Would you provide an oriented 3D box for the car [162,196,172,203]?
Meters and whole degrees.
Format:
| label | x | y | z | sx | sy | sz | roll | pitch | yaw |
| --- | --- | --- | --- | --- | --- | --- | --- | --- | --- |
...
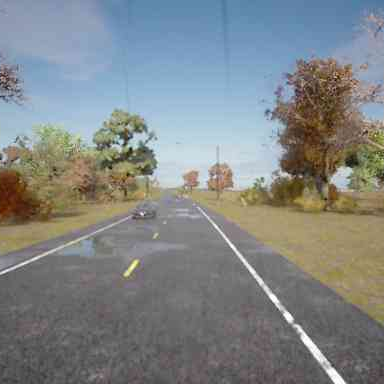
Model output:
| label | x | y | z | sx | sy | sz | roll | pitch | yaw |
| --- | --- | --- | --- | --- | --- | --- | --- | --- | --- |
| car | -5.333 | 1.565 | 70.232 | 2.033 | 1.411 | 5.357 | 0 | 0 | -3 |

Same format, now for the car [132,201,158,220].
| label | x | y | z | sx | sy | sz | roll | pitch | yaw |
| --- | --- | --- | --- | --- | --- | --- | --- | --- | --- |
| car | -3.917 | 1.523 | 28.306 | 1.837 | 1.490 | 4.892 | 0 | 0 | -1 |

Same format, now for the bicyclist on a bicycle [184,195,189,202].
| label | x | y | z | sx | sy | sz | roll | pitch | yaw |
| --- | --- | --- | --- | --- | --- | --- | --- | --- | --- |
| bicyclist on a bicycle | -1.079 | 1.475 | 74.206 | 0.866 | 1.612 | 1.509 | 0 | 0 | -3 |

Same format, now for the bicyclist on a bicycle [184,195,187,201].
| label | x | y | z | sx | sy | sz | roll | pitch | yaw |
| --- | --- | --- | --- | --- | --- | --- | --- | --- | --- |
| bicyclist on a bicycle | -1.598 | 1.479 | 83.209 | 0.866 | 1.612 | 1.509 | 0 | 0 | -3 |
